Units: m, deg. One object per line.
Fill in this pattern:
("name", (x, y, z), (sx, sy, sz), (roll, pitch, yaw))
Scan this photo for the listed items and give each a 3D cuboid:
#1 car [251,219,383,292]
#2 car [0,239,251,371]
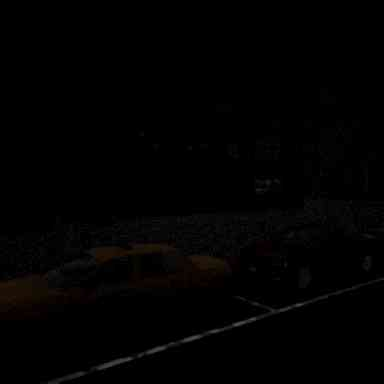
("car", (3.232, 1.542, 8.966), (4.507, 1.381, 1.887), (0, 0, -35))
("car", (-1.404, 1.525, 5.659), (4.829, 1.417, 1.752), (0, 0, -35))
